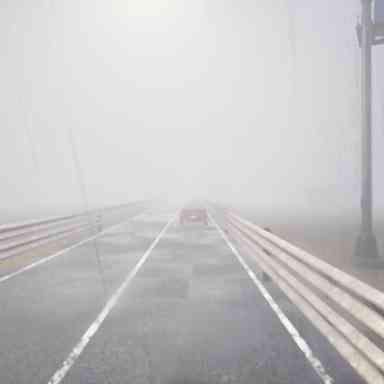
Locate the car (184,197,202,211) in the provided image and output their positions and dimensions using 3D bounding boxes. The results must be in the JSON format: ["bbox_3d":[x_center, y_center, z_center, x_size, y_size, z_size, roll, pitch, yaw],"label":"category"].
[{"bbox_3d":[0.099,1.476,42.343,2.128,1.511,4.902,0,0,0],"label":"car"}]

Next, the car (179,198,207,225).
[{"bbox_3d":[0.101,1.469,24.234,1.882,1.535,5.008,0,0,0],"label":"car"}]
